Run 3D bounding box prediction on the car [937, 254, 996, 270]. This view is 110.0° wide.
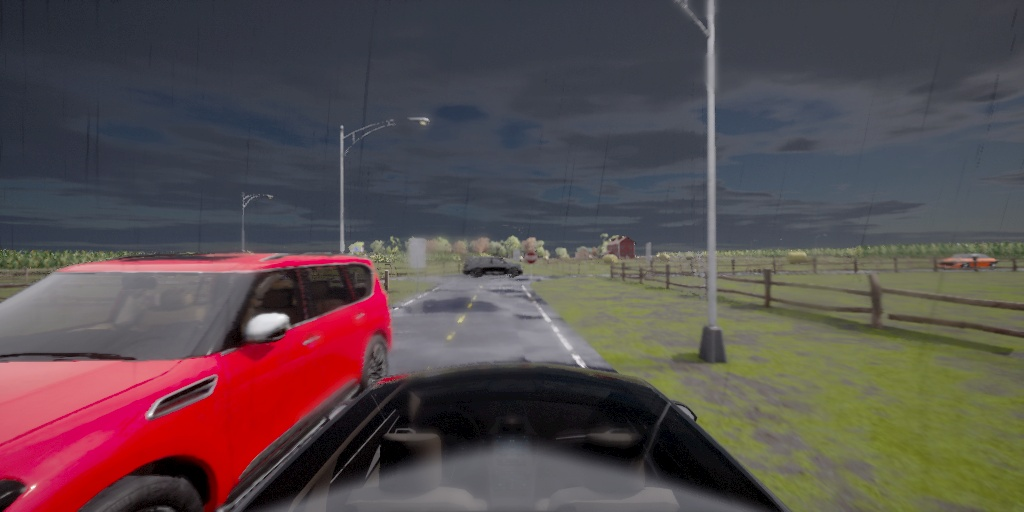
[{"bbox_3d":[48.086,0.572,38.069,4.553,1.767,2.097,-1,-1,-2],"label":"car"}]

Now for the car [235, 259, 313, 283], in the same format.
[{"bbox_3d":[-21.522,1.350,32.677,5.566,2.045,2.150,1,-1,-2],"label":"car"}]

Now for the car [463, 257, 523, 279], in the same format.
[{"bbox_3d":[-1.752,1.060,33.402,5.566,2.045,2.150,-1,0,-2],"label":"car"}]

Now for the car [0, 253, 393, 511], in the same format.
[{"bbox_3d":[-2.894,0.985,3.420,2.150,2.045,5.566,0,0,-1],"label":"car"}]
